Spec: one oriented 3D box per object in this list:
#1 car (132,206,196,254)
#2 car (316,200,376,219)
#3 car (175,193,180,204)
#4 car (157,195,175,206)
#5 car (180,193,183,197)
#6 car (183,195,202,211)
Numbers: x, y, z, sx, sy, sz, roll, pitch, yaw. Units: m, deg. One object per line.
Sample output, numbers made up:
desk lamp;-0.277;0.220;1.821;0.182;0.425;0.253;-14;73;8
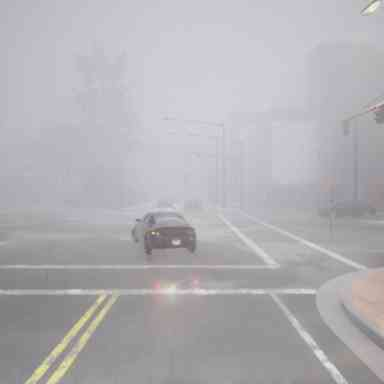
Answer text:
car;-1.208;1.492;13.307;1.812;1.442;4.674;1;0;-17
car;13.170;1.493;28.593;4.892;1.490;1.837;0;0;0
car;-3.540;1.245;57.436;1.882;1.535;5.008;0;0;1
car;-3.575;1.348;43.968;1.812;1.442;4.674;0;0;0
car;-3.501;1.260;70.204;1.994;1.385;4.181;0;0;0
car;0.100;1.369;38.512;1.812;1.442;4.674;0;0;0
